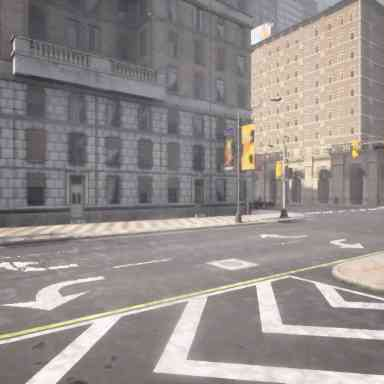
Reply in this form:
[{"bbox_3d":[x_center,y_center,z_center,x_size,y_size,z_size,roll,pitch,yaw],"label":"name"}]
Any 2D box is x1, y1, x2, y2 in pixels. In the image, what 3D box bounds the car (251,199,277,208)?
[{"bbox_3d":[10.047,1.601,48.721,1.895,1.301,4.718,0,0,-36],"label":"car"}]
